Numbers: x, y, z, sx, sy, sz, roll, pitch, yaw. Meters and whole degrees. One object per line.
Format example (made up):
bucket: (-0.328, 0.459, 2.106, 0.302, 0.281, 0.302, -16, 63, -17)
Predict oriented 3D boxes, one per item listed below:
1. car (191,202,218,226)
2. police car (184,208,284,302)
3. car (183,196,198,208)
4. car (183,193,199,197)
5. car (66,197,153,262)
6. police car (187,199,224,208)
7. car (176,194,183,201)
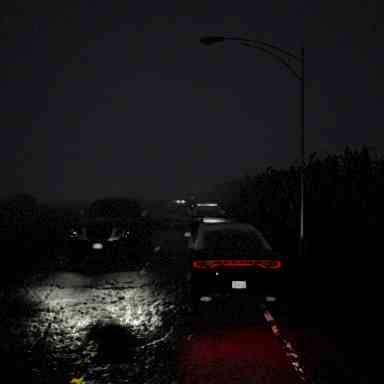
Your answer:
car: (0.840, 1.509, 24.319, 1.812, 1.442, 4.674, 0, 0, 0)
police car: (0.829, 1.423, 8.429, 1.930, 1.638, 5.238, 0, 0, 0)
car: (0.076, 1.549, 46.062, 1.895, 1.301, 4.718, 0, 0, 1)
car: (0.040, 1.134, 60.027, 2.150, 2.045, 5.566, 0, 0, 0)
car: (-2.743, 1.217, 12.437, 2.150, 2.045, 5.566, 0, 0, 0)
police car: (0.836, 1.415, 18.429, 1.930, 1.638, 5.238, 0, 0, 0)
car: (-2.697, 1.334, 78.938, 2.128, 1.511, 4.902, 0, 0, 0)
